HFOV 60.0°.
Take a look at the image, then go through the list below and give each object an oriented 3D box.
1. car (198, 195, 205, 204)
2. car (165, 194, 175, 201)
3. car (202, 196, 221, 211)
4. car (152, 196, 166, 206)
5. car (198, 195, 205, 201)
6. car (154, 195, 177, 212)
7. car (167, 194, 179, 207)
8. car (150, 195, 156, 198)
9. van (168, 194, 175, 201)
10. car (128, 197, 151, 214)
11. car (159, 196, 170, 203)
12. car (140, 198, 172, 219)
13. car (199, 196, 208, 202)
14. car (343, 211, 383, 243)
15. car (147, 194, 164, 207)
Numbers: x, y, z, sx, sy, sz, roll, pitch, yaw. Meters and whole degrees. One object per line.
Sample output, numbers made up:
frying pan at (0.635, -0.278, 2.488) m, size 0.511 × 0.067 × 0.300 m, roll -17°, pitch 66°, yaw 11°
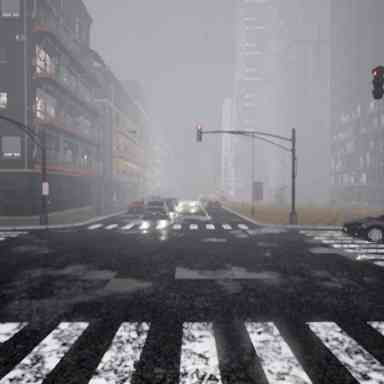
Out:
car at (2.640, 1.586, 63.721) m, size 2.008 × 1.369 × 4.403 m, roll -1°, pitch 0°, yaw 0°
car at (-5.714, 1.370, 86.259) m, size 2.192 × 1.841 × 5.009 m, roll -1°, pitch 0°, yaw 0°
car at (2.642, 1.563, 41.126) m, size 1.887 × 1.381 × 4.507 m, roll -1°, pitch 0°, yaw 0°
car at (-5.709, 1.471, 58.014) m, size 1.967 × 1.590 × 4.097 m, roll -1°, pitch 0°, yaw 0°
car at (2.636, 1.586, 92.137) m, size 1.752 × 1.417 × 4.829 m, roll -1°, pitch 0°, yaw 0°
car at (-3.100, 1.495, 39.796) m, size 1.882 × 1.535 × 5.008 m, roll 0°, pitch 0°, yaw 0°
car at (-3.088, 1.553, 52.989) m, size 1.812 × 1.442 × 4.674 m, roll 0°, pitch 0°, yaw 0°
car at (-5.707, 1.459, 41.067) m, size 1.967 × 1.590 × 4.097 m, roll -1°, pitch 0°, yaw 0°
van at (-5.714, 1.401, 91.907) m, size 1.690 × 1.788 × 3.998 m, roll -1°, pitch 0°, yaw 0°
car at (-5.704, 1.560, 35.418) m, size 1.887 × 1.381 × 4.507 m, roll -1°, pitch 0°, yaw 0°
car at (-5.708, 1.622, 69.312) m, size 1.802 × 1.307 × 4.206 m, roll -1°, pitch 0°, yaw 0°
car at (-3.102, 1.517, 29.388) m, size 1.837 × 1.490 × 4.892 m, roll 0°, pitch 0°, yaw 0°
car at (2.638, 1.589, 75.020) m, size 1.887 × 1.381 × 4.507 m, roll -1°, pitch 0°, yaw 0°
car at (9.548, 1.432, 15.072) m, size 5.008 × 1.535 × 1.882 m, roll 0°, pitch 1°, yaw 4°
car at (-5.710, 1.341, 52.366) m, size 2.192 × 1.841 × 5.009 m, roll -1°, pitch 0°, yaw 0°
